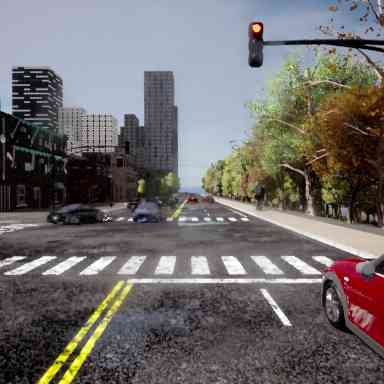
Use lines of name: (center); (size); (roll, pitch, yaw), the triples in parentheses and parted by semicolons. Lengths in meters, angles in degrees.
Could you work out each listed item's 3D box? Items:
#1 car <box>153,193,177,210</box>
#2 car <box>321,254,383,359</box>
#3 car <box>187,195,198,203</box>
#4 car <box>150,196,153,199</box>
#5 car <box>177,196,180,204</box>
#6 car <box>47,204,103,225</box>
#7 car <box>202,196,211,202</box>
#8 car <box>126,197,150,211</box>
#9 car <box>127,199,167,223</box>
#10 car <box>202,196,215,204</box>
car: (-3.349, 1.207, 42.975); (2.150, 2.045, 5.566); (0, 0, -1)
car: (3.349, 1.351, 4.119); (2.097, 1.767, 4.553); (0, 0, 0)
car: (0.111, 1.327, 65.959); (2.097, 1.767, 4.553); (0, 0, 0)
car: (-6.570, 1.457, 56.010); (1.882, 1.535, 5.008); (0, 0, 0)
car: (-3.302, 1.484, 62.080); (1.837, 1.490, 4.892); (0, -1, 0)
car: (-8.334, 1.564, 24.043); (1.994, 1.385, 4.181); (0, 0, 23)
car: (3.266, 1.523, 75.435); (1.994, 1.385, 4.181); (0, 0, 0)
car: (-6.594, 1.492, 39.738); (1.837, 1.490, 4.892); (0, 0, 0)
car: (-3.346, 1.540, 26.010); (2.033, 1.411, 5.357); (0, 0, 0)
car: (3.362, 1.453, 65.291); (1.882, 1.535, 5.008); (0, 0, 0)
